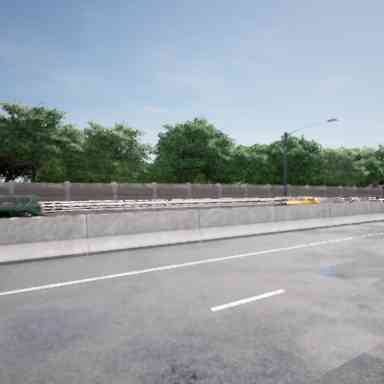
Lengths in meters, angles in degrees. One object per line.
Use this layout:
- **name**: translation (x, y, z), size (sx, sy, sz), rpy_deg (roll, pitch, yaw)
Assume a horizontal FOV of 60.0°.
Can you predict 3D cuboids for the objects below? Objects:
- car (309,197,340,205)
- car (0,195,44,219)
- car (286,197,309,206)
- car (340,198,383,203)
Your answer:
- **car**: translation (15.260, 1.374, 36.345), size (4.674, 1.442, 1.812), rpy_deg (0, 0, -35)
- **car**: translation (-12.382, 1.213, 20.943), size (5.566, 2.045, 2.150), rpy_deg (0, 0, -35)
- **car**: translation (13.169, 1.327, 39.152), size (5.008, 1.535, 1.882), rpy_deg (0, 0, -35)
- **car**: translation (17.692, 1.341, 33.779), size (4.902, 1.511, 2.128), rpy_deg (0, 0, -35)
